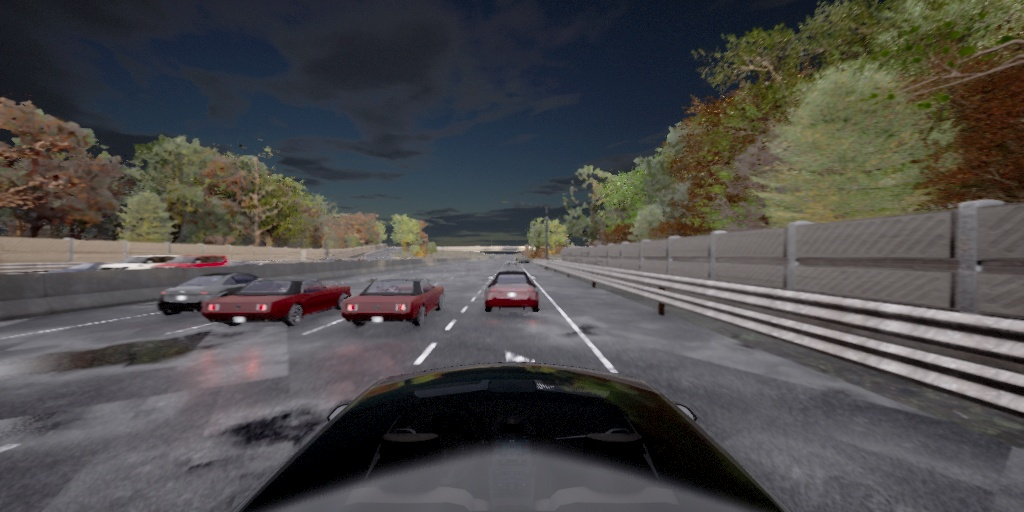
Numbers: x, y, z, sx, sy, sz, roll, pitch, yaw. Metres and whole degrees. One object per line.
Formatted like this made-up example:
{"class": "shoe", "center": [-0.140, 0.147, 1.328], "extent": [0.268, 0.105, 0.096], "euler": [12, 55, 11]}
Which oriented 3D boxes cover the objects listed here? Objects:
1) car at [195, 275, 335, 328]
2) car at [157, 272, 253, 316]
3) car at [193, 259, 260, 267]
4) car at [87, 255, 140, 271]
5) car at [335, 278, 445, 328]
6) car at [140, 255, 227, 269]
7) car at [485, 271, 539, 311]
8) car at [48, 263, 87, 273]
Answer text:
{"class": "car", "center": [-6.898, 1.325, 11.312], "extent": [1.895, 1.301, 4.718], "euler": [0, 0, 0]}
{"class": "car", "center": [-10.397, 1.284, 13.288], "extent": [1.994, 1.385, 4.181], "euler": [0, 0, 0]}
{"class": "car", "center": [-21.082, 1.186, 27.554], "extent": [2.128, 1.511, 4.902], "euler": [0, 0, 0]}
{"class": "car", "center": [-28.078, 0.919, 27.540], "extent": [2.150, 2.045, 5.566], "euler": [0, 0, 0]}
{"class": "car", "center": [-3.398, 1.325, 11.299], "extent": [1.895, 1.301, 4.718], "euler": [0, 0, 0]}
{"class": "car", "center": [-24.576, 0.919, 27.686], "extent": [2.150, 2.045, 5.566], "euler": [0, 0, 0]}
{"class": "car", "center": [-0.001, 1.282, 14.167], "extent": [1.994, 1.385, 4.181], "euler": [0, 0, 0]}
{"class": "car", "center": [-31.578, 1.221, 26.902], "extent": [1.812, 1.442, 4.674], "euler": [0, 0, 0]}
